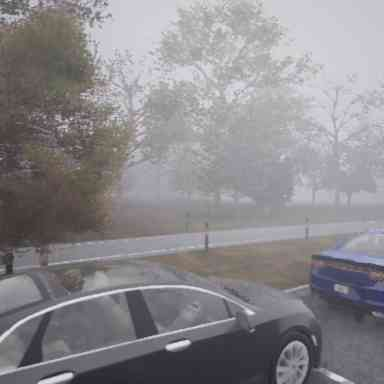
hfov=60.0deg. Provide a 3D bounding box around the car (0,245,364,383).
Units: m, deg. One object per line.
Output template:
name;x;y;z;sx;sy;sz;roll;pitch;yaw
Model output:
car;-0.640;1.485;3.495;4.892;1.521;2.231;0;0;-34

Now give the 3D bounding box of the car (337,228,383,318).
car;4.633;1.491;6.993;5.008;1.535;2.097;0;0;-32
